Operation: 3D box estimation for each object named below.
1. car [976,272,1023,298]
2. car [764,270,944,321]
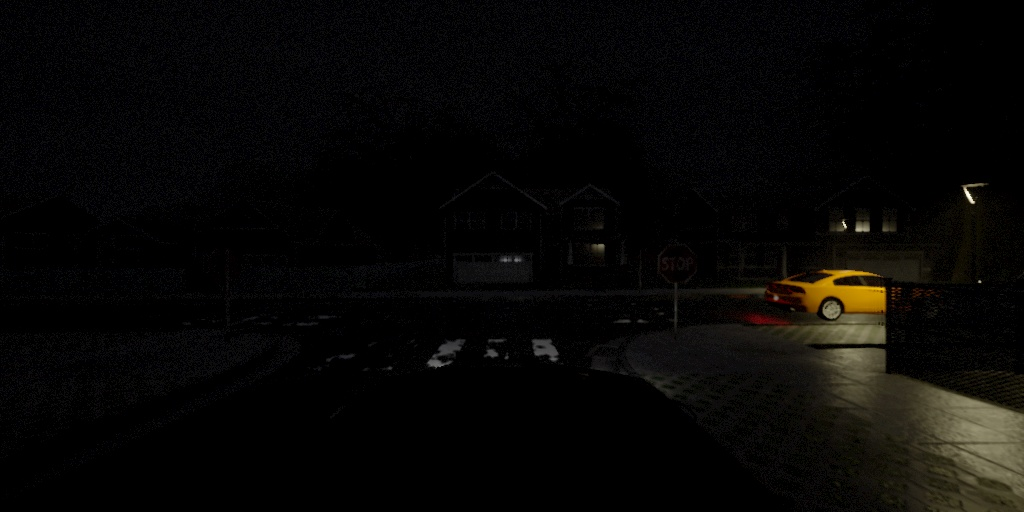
[{"bbox_3d":[22.575,1.203,14.943,4.718,1.301,1.895,-1,1,0],"label":"car"},{"bbox_3d":[11.355,1.230,12.069,5.008,1.535,1.882,-1,1,0],"label":"car"}]
